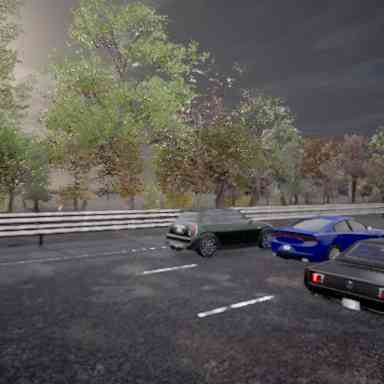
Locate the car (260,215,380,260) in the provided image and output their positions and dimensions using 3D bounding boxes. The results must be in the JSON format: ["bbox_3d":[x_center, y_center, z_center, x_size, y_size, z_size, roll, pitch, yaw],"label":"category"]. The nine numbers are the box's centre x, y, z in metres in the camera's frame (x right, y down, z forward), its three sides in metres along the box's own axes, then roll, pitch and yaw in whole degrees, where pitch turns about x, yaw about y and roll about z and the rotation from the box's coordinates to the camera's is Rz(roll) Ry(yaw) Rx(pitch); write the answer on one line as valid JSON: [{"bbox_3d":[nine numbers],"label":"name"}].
[{"bbox_3d":[4.887,1.549,11.533,5.008,1.535,1.882,0,0,-36],"label":"car"}]

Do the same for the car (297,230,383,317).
[{"bbox_3d":[4.542,1.652,6.996,4.718,1.301,1.895,0,0,-36],"label":"car"}]

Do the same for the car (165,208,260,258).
[{"bbox_3d":[1.267,1.409,13.249,4.553,1.767,2.097,1,0,-35],"label":"car"}]
